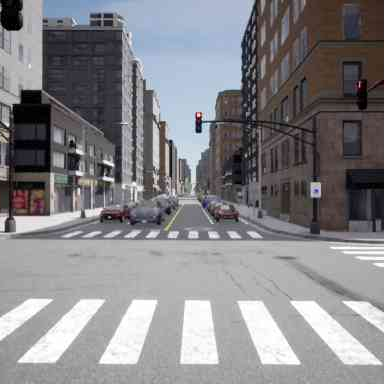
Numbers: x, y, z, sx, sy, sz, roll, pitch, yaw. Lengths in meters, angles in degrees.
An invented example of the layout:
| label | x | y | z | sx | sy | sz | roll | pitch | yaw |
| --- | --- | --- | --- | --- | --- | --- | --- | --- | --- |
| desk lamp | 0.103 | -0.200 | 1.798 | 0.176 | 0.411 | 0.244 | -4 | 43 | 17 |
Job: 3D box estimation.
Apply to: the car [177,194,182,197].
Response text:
| label | x | y | z | sx | sy | sz | roll | pitch | yaw |
| --- | --- | --- | --- | --- | --- | --- | --- | --- | --- |
| car | -3.146 | 1.509 | 54.077 | 2.128 | 1.511 | 4.902 | 0 | 0 | 0 |

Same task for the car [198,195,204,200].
| label | x | y | z | sx | sy | sz | roll | pitch | yaw |
| --- | --- | --- | --- | --- | --- | --- | --- | --- | --- |
| car | 2.514 | 1.566 | 94.238 | 1.752 | 1.417 | 4.829 | 1 | 0 | 0 |

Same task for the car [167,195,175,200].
| label | x | y | z | sx | sy | sz | roll | pitch | yaw |
| --- | --- | --- | --- | --- | --- | --- | --- | --- | --- |
| car | -6.012 | 1.585 | 94.056 | 1.887 | 1.381 | 4.507 | 1 | 0 | 0 |

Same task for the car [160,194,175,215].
| label | x | y | z | sx | sy | sz | roll | pitch | yaw |
| --- | --- | --- | --- | --- | --- | --- | --- | --- | --- |
| car | -3.156 | 1.360 | 33.900 | 2.097 | 1.767 | 4.553 | 0 | 0 | 0 |

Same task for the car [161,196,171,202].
| label | x | y | z | sx | sy | sz | roll | pitch | yaw |
| --- | --- | --- | --- | --- | --- | --- | --- | --- | --- |
| car | -5.983 | 1.582 | 77.038 | 2.008 | 1.369 | 4.403 | 1 | 0 | 0 |

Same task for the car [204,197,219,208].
| label | x | y | z | sx | sy | sz | roll | pitch | yaw |
| --- | --- | --- | --- | --- | --- | --- | --- | --- | --- |
| car | 2.611 | 1.592 | 37.335 | 1.802 | 1.307 | 4.206 | 1 | 0 | 0 |

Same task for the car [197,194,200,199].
| label | x | y | z | sx | sy | sz | roll | pitch | yaw |
| --- | --- | --- | --- | --- | --- | --- | --- | --- | --- |
| car | 2.552 | 1.594 | 71.374 | 1.947 | 1.339 | 4.313 | 1 | 0 | 0 |

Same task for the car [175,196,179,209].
| label | x | y | z | sx | sy | sz | roll | pitch | yaw |
| --- | --- | --- | --- | --- | --- | --- | --- | --- | --- |
| car | -3.159 | 1.576 | 43.844 | 1.994 | 1.385 | 4.181 | 0 | 0 | 1 |

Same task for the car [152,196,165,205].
| label | x | y | z | sx | sy | sz | roll | pitch | yaw |
| --- | --- | --- | --- | --- | --- | --- | --- | --- | --- |
| car | -5.952 | 1.461 | 60.019 | 1.967 | 1.590 | 4.097 | 1 | 0 | 0 |

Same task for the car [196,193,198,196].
| label | x | y | z | sx | sy | sz | roll | pitch | yaw |
| --- | --- | --- | --- | --- | --- | --- | --- | --- | --- |
| car | 2.535 | 1.350 | 82.722 | 2.192 | 1.841 | 5.009 | 1 | 0 | 0 |

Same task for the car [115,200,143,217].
| label | x | y | z | sx | sy | sz | roll | pitch | yaw |
| --- | --- | --- | --- | --- | --- | --- | --- | --- | --- |
| car | -5.904 | 1.552 | 31.655 | 1.887 | 1.381 | 4.507 | 1 | 0 | 0 |

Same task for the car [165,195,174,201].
| label | x | y | z | sx | sy | sz | roll | pitch | yaw |
| --- | --- | --- | --- | --- | --- | --- | --- | --- | --- |
| car | -6.003 | 1.604 | 88.384 | 1.947 | 1.339 | 4.313 | 1 | 0 | 0 |

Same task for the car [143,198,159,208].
| label | x | y | z | sx | sy | sz | roll | pitch | yaw |
| --- | --- | --- | --- | --- | --- | --- | --- | --- | --- |
| car | -5.934 | 1.596 | 48.674 | 1.802 | 1.307 | 4.206 | 1 | 0 | 0 |

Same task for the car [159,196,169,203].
| label | x | y | z | sx | sy | sz | roll | pitch | yaw |
| --- | --- | --- | --- | --- | --- | --- | --- | --- | --- |
| car | -5.973 | 1.610 | 71.365 | 1.802 | 1.307 | 4.206 | 1 | 0 | 0 |

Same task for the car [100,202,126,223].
| label | x | y | z | sx | sy | sz | roll | pitch | yaw |
| --- | --- | --- | --- | --- | --- | --- | --- | --- | --- |
| car | -5.894 | 1.551 | 25.982 | 1.887 | 1.381 | 4.507 | 1 | 0 | 0 |

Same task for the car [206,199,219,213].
| label | x | y | z | sx | sy | sz | roll | pitch | yaw |
| --- | --- | --- | --- | --- | --- | --- | --- | --- | --- |
| car | 2.621 | 1.590 | 31.661 | 1.802 | 1.307 | 4.206 | 1 | 0 | 0 |

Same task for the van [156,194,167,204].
| label | x | y | z | sx | sy | sz | roll | pitch | yaw |
| --- | --- | --- | --- | --- | --- | --- | --- | --- | --- |
| van | -5.961 | 1.365 | 65.692 | 1.690 | 1.788 | 3.998 | 1 | 0 | 0 |

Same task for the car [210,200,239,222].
| label | x | y | z | sx | sy | sz | roll | pitch | yaw |
| --- | --- | --- | --- | --- | --- | --- | --- | --- | --- |
| car | 2.631 | 1.588 | 25.988 | 1.802 | 1.307 | 4.206 | 1 | 0 | 0 |

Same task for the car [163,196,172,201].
| label | x | y | z | sx | sy | sz | roll | pitch | yaw |
| --- | --- | --- | --- | --- | --- | --- | --- | --- | --- |
| car | -5.993 | 1.601 | 82.711 | 1.947 | 1.339 | 4.313 | 1 | 0 | 0 |

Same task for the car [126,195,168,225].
| label | x | y | z | sx | sy | sz | roll | pitch | yaw |
| --- | --- | --- | --- | --- | --- | --- | --- | --- | --- |
| car | -3.138 | 1.358 | 24.079 | 2.097 | 1.767 | 4.553 | 0 | 0 | 0 |

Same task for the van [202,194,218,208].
| label | x | y | z | sx | sy | sz | roll | pitch | yaw |
| --- | --- | --- | --- | --- | --- | --- | --- | --- | --- |
| van | 2.604 | 1.353 | 43.008 | 1.690 | 1.788 | 3.998 | 1 | 0 | 0 |

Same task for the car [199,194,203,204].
| label | x | y | z | sx | sy | sz | roll | pitch | yaw |
| --- | --- | --- | --- | --- | --- | --- | --- | --- | --- |
| car | 2.594 | 1.330 | 48.681 | 2.192 | 1.841 | 5.009 | 1 | 0 | 0 |
